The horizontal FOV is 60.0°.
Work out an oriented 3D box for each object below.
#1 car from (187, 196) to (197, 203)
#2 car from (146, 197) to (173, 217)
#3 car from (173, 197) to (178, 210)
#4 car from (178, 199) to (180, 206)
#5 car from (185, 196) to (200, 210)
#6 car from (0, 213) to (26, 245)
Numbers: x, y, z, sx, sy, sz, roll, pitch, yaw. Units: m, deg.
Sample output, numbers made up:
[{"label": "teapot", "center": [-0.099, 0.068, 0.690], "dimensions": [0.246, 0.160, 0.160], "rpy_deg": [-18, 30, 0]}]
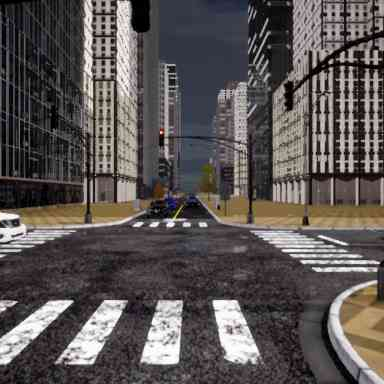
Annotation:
[{"label": "car", "center": [0.010, 1.508, 68.555], "dimensions": [1.812, 1.442, 4.674], "rpy_deg": [0, 0, 0]}, {"label": "car", "center": [-3.124, 1.500, 31.188], "dimensions": [1.837, 1.490, 4.892], "rpy_deg": [0, 0, 0]}, {"label": "car", "center": [-3.129, 1.469, 42.806], "dimensions": [1.882, 1.535, 5.008], "rpy_deg": [0, 0, 0]}, {"label": "car", "center": [-3.120, 1.552, 55.607], "dimensions": [1.994, 1.385, 4.181], "rpy_deg": [0, 0, 0]}, {"label": "car", "center": [0.067, 1.539, 42.981], "dimensions": [2.033, 1.411, 5.357], "rpy_deg": [0, 0, 0]}, {"label": "car", "center": [-9.523, 1.174, 12.815], "dimensions": [5.566, 2.045, 2.150], "rpy_deg": [0, 0, -5]}]
